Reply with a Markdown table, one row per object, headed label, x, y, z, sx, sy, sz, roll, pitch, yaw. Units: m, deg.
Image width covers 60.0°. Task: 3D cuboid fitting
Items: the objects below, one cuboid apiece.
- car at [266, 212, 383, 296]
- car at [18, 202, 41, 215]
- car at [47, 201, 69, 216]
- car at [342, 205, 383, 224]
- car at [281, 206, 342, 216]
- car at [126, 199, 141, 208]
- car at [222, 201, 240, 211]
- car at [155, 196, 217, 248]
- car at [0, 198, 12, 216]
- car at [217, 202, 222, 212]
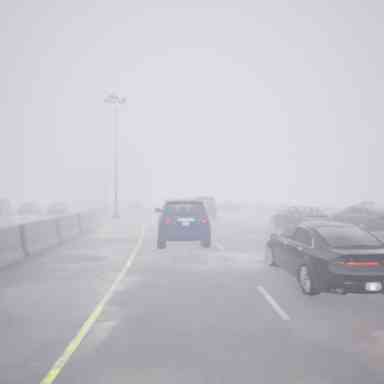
| label | x | y | z | sx | sy | sz | roll | pitch | yaw |
| --- | --- | --- | --- | --- | --- | --- | --- | --- | --- |
| car | 3.316 | 1.524 | 8.683 | 1.837 | 1.490 | 4.892 | 0 | 0 | -2 |
| car | -19.426 | 1.944 | 39.895 | 1.837 | 1.490 | 4.892 | 0 | 0 | -15 |
| car | -15.459 | 1.867 | 38.507 | 1.882 | 1.535 | 5.008 | 0 | 0 | -14 |
| car | 9.582 | 1.518 | 18.760 | 1.837 | 1.490 | 4.892 | 0 | 0 | -6 |
| car | 6.037 | 1.542 | 18.909 | 2.128 | 1.511 | 4.902 | 0 | 0 | -6 |
| car | -10.444 | 2.008 | 59.210 | 2.033 | 1.411 | 5.357 | 0 | 0 | -23 |
| car | 4.798 | 1.819 | 45.054 | 1.895 | 1.301 | 4.718 | 0 | 0 | -15 |
| car | -0.505 | 1.320 | 15.465 | 2.150 | 2.045 | 5.566 | 0 | 0 | -6 |
| car | -22.704 | 1.689 | 38.676 | 2.150 | 2.045 | 5.566 | 0 | 0 | -15 |
| car | 0.778 | 1.398 | 30.778 | 2.150 | 2.045 | 5.566 | 0 | 0 | -10 |
